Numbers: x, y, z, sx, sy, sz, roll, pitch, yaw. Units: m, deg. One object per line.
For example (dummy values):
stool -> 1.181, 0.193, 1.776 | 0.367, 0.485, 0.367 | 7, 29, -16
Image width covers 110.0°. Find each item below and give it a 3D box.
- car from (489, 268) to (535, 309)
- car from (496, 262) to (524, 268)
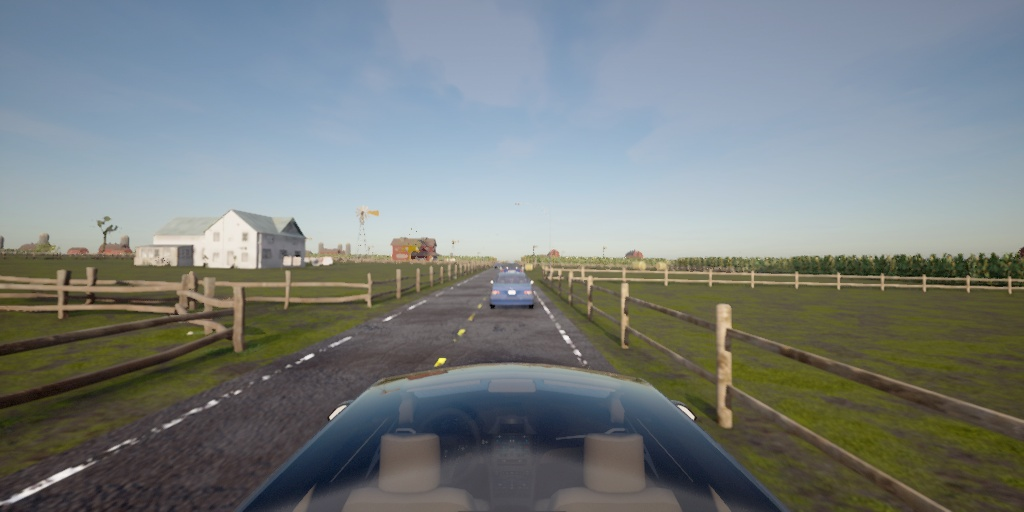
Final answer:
car -> -0.002, 1.433, 15.844 | 2.033, 1.411, 5.357 | 0, -1, 0
car -> -0.006, 1.381, 30.931 | 2.097, 1.767, 4.553 | 0, -1, 0
